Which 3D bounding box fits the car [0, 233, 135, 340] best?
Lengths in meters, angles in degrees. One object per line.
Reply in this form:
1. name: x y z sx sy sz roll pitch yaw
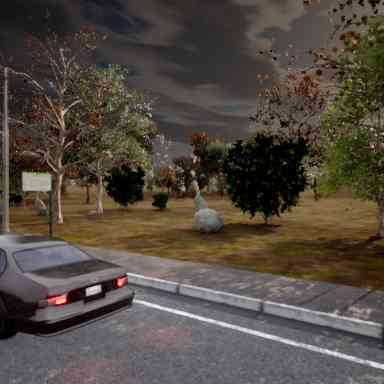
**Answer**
1. car: -3.542 1.546 6.530 5.357 1.411 2.033 0 0 36
